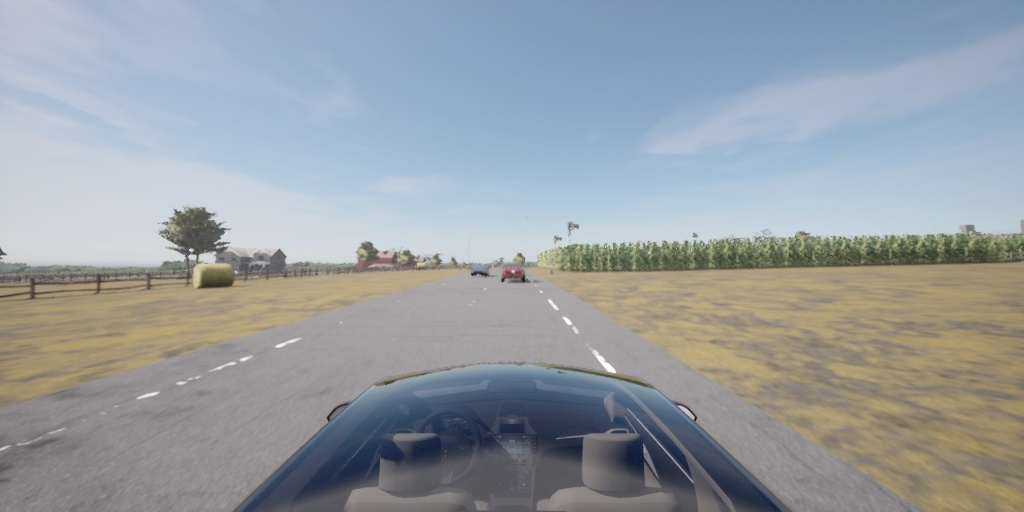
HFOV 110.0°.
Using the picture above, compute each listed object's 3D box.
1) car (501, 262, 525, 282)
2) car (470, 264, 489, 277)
[{"bbox_3d":[0.103,1.346,32.306,2.097,1.767,4.553,0,-1,0],"label":"car"},{"bbox_3d":[-3.593,1.651,40.919,2.033,1.411,5.357,0,-1,0],"label":"car"}]
